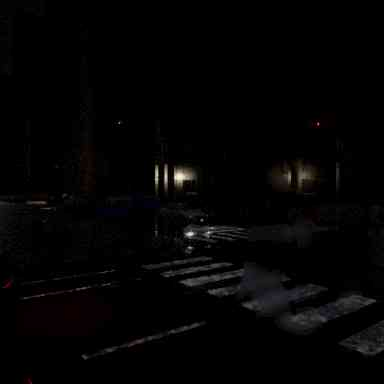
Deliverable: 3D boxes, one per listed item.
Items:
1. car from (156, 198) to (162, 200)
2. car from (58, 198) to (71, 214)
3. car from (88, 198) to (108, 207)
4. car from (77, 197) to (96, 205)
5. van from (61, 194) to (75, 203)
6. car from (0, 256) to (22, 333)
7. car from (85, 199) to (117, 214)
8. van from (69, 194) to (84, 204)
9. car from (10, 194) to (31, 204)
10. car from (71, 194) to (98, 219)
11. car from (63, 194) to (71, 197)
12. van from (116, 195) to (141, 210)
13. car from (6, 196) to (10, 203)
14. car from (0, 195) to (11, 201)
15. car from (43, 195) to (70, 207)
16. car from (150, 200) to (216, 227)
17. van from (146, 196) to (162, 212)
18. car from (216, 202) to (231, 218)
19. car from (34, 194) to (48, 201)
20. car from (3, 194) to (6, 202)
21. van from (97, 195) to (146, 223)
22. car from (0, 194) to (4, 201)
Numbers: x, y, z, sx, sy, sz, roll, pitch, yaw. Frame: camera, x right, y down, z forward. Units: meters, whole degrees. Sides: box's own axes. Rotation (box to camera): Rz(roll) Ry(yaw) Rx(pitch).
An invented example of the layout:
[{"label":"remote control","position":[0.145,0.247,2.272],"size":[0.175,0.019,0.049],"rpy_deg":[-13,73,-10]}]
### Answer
[{"label":"car","position":[-1.694,1.576,34.330],"size":[1.802,1.307,4.206],"rpy_deg":[0,0,-36]},{"label":"car","position":[-11.930,1.548,33.977],"size":[1.802,1.307,4.206],"rpy_deg":[0,0,-36]},{"label":"car","position":[-14.923,1.569,52.788],"size":[1.802,1.307,4.206],"rpy_deg":[0,0,-36]},{"label":"car","position":[-18.230,1.569,57.403],"size":[1.802,1.307,4.206],"rpy_deg":[0,0,-36]},{"label":"van","position":[-24.845,1.329,66.634],"size":[1.690,1.788,3.998],"rpy_deg":[0,0,-36]},{"label":"car","position":[-4.916,1.477,4.093],"size":[5.008,1.535,1.882],"rpy_deg":[0,0,-35]},{"label":"car","position":[-9.801,1.499,35.582],"size":[1.812,1.442,4.674],"rpy_deg":[0,0,-36]},{"label":"van","position":[-21.537,1.329,62.019],"size":[1.690,1.788,3.998],"rpy_deg":[0,0,-36]},{"label":"car","position":[-31.773,1.513,61.665],"size":[2.008,1.369,4.403],"rpy_deg":[0,0,-36]},{"label":"car","position":[-8.621,1.284,29.363],"size":[2.192,1.841,5.009],"rpy_deg":[0,0,-36]},{"label":"car","position":[-22.386,1.527,58.460],"size":[2.033,1.411,5.357],"rpy_deg":[0,0,-36]},{"label":"van","position":[-8.308,1.330,43.560],"size":[1.690,1.788,3.998],"rpy_deg":[0,0,-36]},{"label":"car","position":[-35.079,1.403,66.280],"size":[1.967,1.590,4.097],"rpy_deg":[0,0,-36]},{"label":"car","position":[-44.902,1.489,79.985],"size":[1.752,1.417,4.829],"rpy_deg":[0,0,-36]},{"label":"car","position":[-20.914,1.518,51.241],"size":[2.033,1.411,5.357],"rpy_deg":[0,0,-35]},{"label":"car","position":[-0.745,1.510,22.956],"size":[1.812,1.442,4.674],"rpy_deg":[0,0,-36]},{"label":"van","position":[-5.001,1.332,38.945],"size":[1.690,1.788,3.998],"rpy_deg":[0,0,-36]},{"label":"car","position":[1.613,1.549,29.715],"size":[2.008,1.369,4.403],"rpy_deg":[0,0,-36]},{"label":"car","position":[-38.073,1.304,85.093],"size":[2.192,1.841,5.009],"rpy_deg":[0,0,-36]},{"label":"car","position":[-38.288,1.488,70.756],"size":[1.752,1.417,4.829],"rpy_deg":[0,0,-36]},{"label":"van","position":[-5.315,1.314,24.748],"size":[1.690,1.788,3.998],"rpy_deg":[0,0,-36]},{"label":"car","position":[-41.694,1.529,75.510],"size":[1.947,1.339,4.313],"rpy_deg":[0,0,-36]}]
